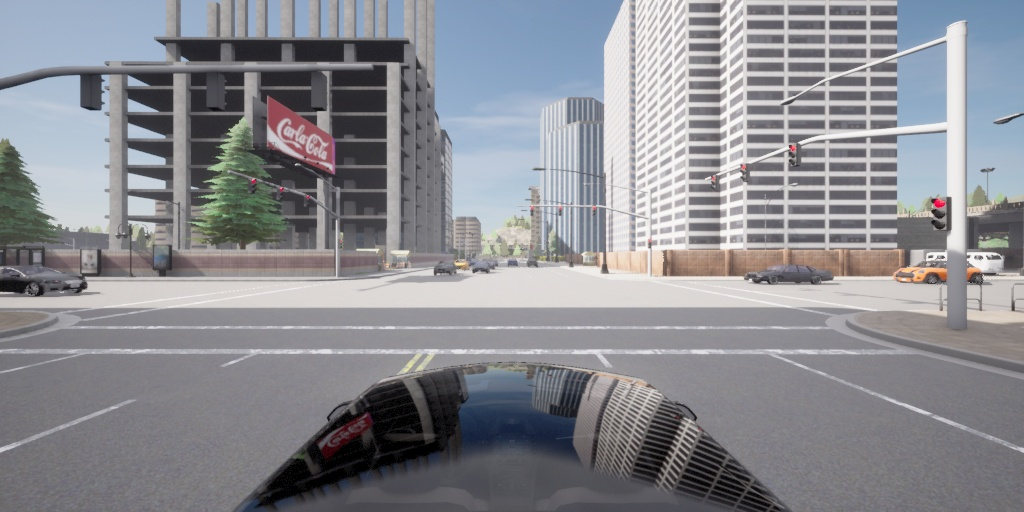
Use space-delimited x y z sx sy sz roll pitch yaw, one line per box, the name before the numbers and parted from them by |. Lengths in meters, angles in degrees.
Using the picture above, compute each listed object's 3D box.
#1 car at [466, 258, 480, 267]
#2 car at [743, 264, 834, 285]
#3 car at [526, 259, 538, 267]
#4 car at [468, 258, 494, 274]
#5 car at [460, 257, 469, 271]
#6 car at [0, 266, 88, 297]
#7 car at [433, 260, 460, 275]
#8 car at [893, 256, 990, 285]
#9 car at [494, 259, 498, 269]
car | -7.023 1.228 65.012 1.882 1.535 5.008 0 0 0
car | 19.647 1.297 25.537 5.357 1.411 2.033 0 0 0
car | 3.627 1.255 65.359 1.837 1.490 4.892 0 0 0
car | -3.575 1.297 42.322 2.033 1.411 5.357 0 0 0
car | -7.075 1.227 49.343 1.882 1.535 5.008 0 0 0
car | -24.548 1.241 18.121 4.902 1.511 2.128 0 0 0
car | -7.079 1.255 38.326 1.837 1.490 4.892 0 0 0
car | 30.217 1.102 25.555 4.553 1.767 2.097 0 0 1
car | -3.568 1.102 52.374 2.097 1.767 4.553 0 0 0
